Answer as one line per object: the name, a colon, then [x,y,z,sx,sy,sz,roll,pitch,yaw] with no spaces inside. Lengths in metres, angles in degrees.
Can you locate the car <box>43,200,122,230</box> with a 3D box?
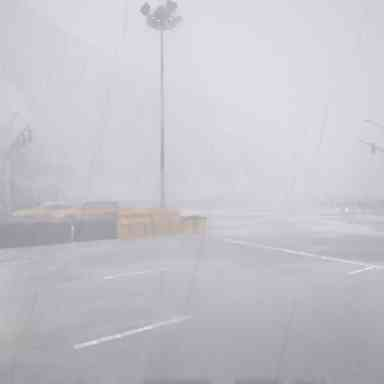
car: [-6.501,1.344,20.859,4.553,1.767,2.097,0,0,-36]

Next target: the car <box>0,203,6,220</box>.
car: [-17.180,1.358,26.134,4.553,1.767,2.097,0,0,-36]

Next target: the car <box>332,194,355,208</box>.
car: [21.943,1.376,45.512,5.357,1.411,2.033,0,0,-36]

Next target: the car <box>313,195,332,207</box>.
car: [20.395,1.178,48.698,4.553,1.767,2.097,0,0,-35]

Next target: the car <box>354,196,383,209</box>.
car: [22.902,1.360,41.890,4.674,1.442,1.812,0,0,-35]

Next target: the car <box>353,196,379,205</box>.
car: [28.538,1.346,54.476,4.181,1.385,1.994,0,0,-34]

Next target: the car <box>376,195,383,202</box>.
car: [39.143,1.254,66.342,5.357,1.411,2.033,0,0,-36]

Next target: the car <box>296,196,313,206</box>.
car: [18.126,1.319,51.378,4.902,1.511,2.128,0,0,-36]

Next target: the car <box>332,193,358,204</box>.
car: [26.267,1.136,57.164,4.553,1.767,2.097,0,0,-35]

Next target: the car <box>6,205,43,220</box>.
car: [-9.665,1.474,22.899,5.008,1.535,1.882,0,0,-36]
